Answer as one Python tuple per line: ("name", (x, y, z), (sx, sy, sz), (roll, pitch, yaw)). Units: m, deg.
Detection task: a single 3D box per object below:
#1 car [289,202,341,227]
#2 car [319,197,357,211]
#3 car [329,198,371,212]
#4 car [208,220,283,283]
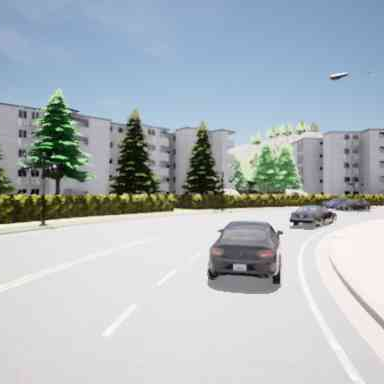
("car", (8.657, 1.649, 23.637), (2.033, 1.411, 5.357), (0, 0, 38))
("car", (19.731, 1.551, 44.870), (4.553, 1.767, 2.097), (0, 0, -22))
("car", (19.892, 1.692, 41.189), (4.892, 1.490, 1.837), (0, -1, -24))
("car", (1.678, 1.563, 9.820), (1.812, 1.442, 4.674), (0, 0, 15))
